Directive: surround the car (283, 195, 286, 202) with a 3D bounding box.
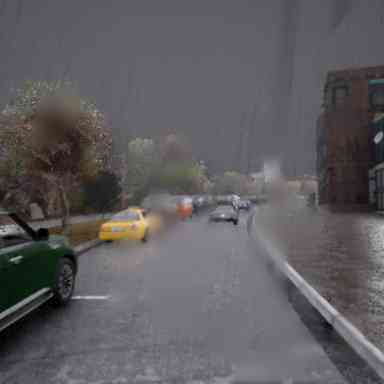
[{"bbox_3d":[23.277,2.044,88.773,2.231,1.521,4.892,-2,0,26],"label":"car"}]

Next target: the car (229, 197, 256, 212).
[{"bbox_3d":[6.401,1.663,41.409,2.033,1.411,5.357,-1,-1,16],"label":"car"}]

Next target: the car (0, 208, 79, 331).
[{"bbox_3d":[-3.571,1.217,4.745,2.435,2.045,5.566,-3,0,2],"label":"car"}]

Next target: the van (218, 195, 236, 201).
[{"bbox_3d":[4.646,1.474,48.637,1.878,1.987,4.442,-2,0,17],"label":"van"}]

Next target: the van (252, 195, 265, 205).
[{"bbox_3d":[13.280,1.672,69.206,1.878,1.987,4.442,-2,0,25],"label":"van"}]

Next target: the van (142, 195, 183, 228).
[{"bbox_3d":[-2.000,1.268,21.524,1.878,1.987,4.442,-2,0,6],"label":"van"}]

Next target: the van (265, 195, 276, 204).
[{"bbox_3d":[17.732,1.741,78.106,1.878,1.987,4.442,-2,0,25],"label":"van"}]

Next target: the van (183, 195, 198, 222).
[{"bbox_3d":[-1.057,1.294,27.039,1.878,1.987,4.442,-2,0,11],"label":"van"}]

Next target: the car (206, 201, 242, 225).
[{"bbox_3d":[2.414,1.570,24.277,1.994,1.385,4.181,0,0,10],"label":"car"}]

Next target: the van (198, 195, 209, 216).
[{"bbox_3d":[0.074,1.328,32.515,1.878,1.987,4.442,-2,0,12],"label":"van"}]

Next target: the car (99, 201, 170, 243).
[{"bbox_3d":[-2.703,1.472,16.051,1.946,1.575,5.366,-2,0,8],"label":"car"}]

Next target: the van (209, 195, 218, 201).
[{"bbox_3d":[1.380,1.370,37.939,1.878,1.987,4.442,-2,0,13],"label":"van"}]

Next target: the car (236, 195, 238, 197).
[{"bbox_3d":[6.537,1.505,53.805,2.435,2.045,5.566,-2,0,19],"label":"car"}]

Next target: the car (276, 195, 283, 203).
[{"bbox_3d":[20.736,2.039,83.883,2.163,1.488,4.792,-2,0,26],"label":"car"}]
